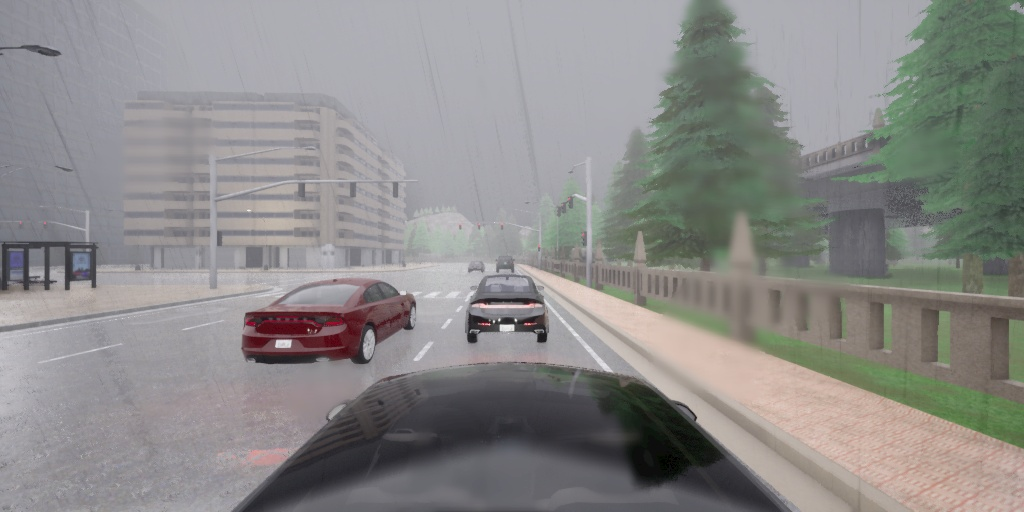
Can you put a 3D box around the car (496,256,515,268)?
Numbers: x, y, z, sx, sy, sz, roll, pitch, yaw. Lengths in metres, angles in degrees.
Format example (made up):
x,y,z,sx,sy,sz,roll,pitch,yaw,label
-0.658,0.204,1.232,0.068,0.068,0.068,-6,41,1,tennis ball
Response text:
x,y,z,sx,sy,sz,roll,pitch,yaw,label
-0.847,0.972,44.544,2.150,2.045,5.566,0,0,-1,car

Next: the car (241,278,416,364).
x,y,z,sx,sy,sz,roll,pitch,yaw,label
-3.596,1.228,8.105,1.882,1.535,5.008,0,0,0,car

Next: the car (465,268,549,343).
x,y,z,sx,sy,sz,roll,pitch,yaw,label
-0.128,1.242,9.667,2.128,1.511,4.902,0,0,-1,car

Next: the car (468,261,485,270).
x,y,z,sx,sy,sz,roll,pitch,yaw,label
-4.357,1.298,44.412,2.033,1.411,5.357,0,0,-1,car
